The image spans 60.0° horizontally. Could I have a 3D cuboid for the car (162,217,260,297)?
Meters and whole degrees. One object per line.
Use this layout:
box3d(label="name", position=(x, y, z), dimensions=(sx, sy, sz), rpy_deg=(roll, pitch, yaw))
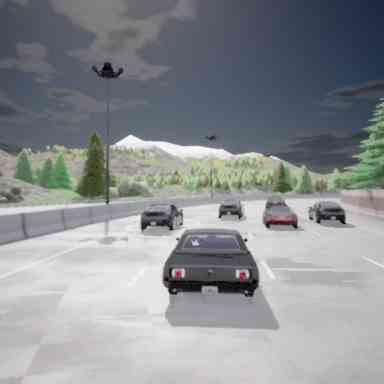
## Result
box3d(label="car", position=(0.502, 1.567, 8.525), dimensions=(1.895, 1.301, 4.718), rpy_deg=(0, 0, 4))

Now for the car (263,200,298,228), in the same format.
box3d(label="car", position=(5.658, 1.492, 21.643), dimensions=(1.994, 1.385, 4.181), rpy_deg=(0, 0, 10))

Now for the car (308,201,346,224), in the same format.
box3d(label="car", position=(9.652, 1.437, 24.012), dimensions=(1.837, 1.490, 4.892), rpy_deg=(0, 0, 11))

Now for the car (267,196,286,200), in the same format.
box3d(label="car", position=(9.695, 1.224, 38.414), dimensions=(2.097, 1.767, 4.553), rpy_deg=(0, 0, 17))

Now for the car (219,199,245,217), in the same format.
box3d(label="car", position=(3.403, 1.398, 28.281), dimensions=(1.837, 1.490, 4.892), rpy_deg=(0, 0, 12))

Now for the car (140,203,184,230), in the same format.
box3d(label="car", position=(-1.692, 1.416, 20.034), dimensions=(1.837, 1.490, 4.892), rpy_deg=(0, 0, 9))
